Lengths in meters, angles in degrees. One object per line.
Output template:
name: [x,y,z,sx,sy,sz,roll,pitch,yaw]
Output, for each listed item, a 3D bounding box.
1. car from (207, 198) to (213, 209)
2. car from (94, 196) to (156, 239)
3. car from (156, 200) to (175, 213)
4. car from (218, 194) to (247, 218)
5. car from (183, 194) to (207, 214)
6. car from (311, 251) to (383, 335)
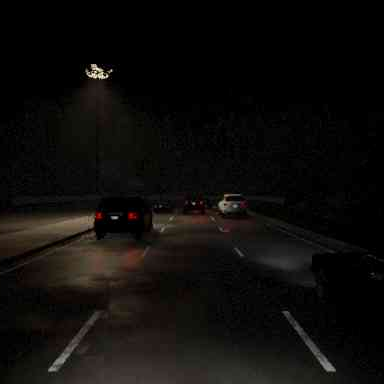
car: [1.620,1.491,44.551,2.128,1.511,4.902,0,0,12]
car: [-3.401,1.221,17.316,2.150,2.045,5.566,0,0,0]
car: [-3.104,1.547,37.448,2.033,1.411,5.357,0,0,4]
car: [3.641,1.222,30.451,2.150,2.045,5.566,0,0,1]
car: [0.277,1.221,34.783,2.150,2.045,5.566,0,0,2]
car: [3.600,1.600,5.408,1.895,1.301,4.718,0,0,0]
